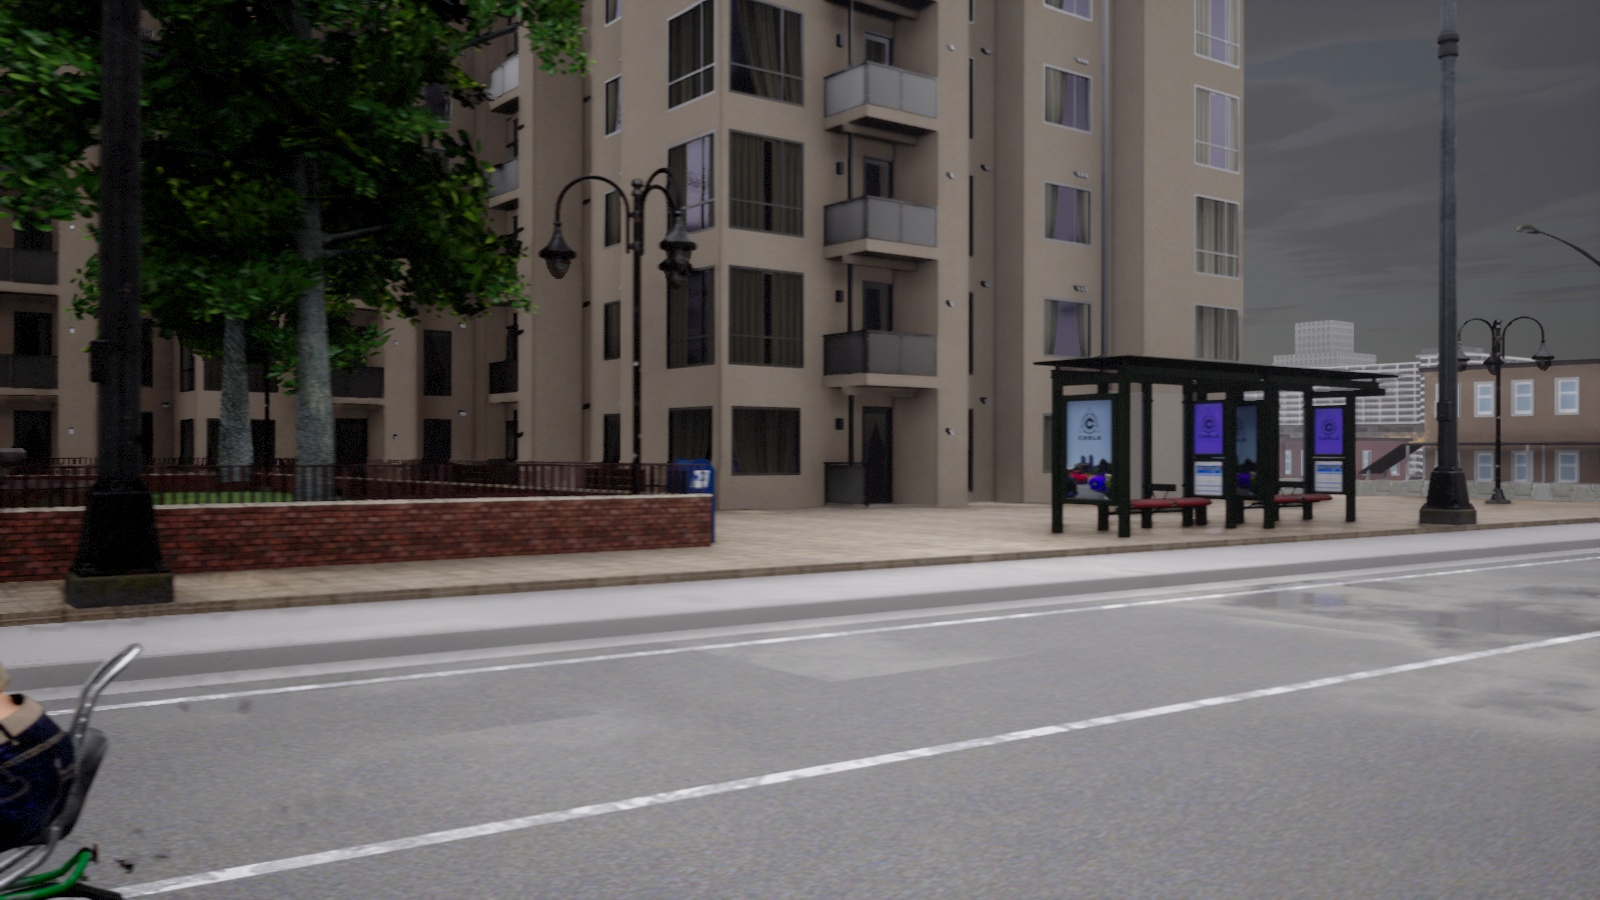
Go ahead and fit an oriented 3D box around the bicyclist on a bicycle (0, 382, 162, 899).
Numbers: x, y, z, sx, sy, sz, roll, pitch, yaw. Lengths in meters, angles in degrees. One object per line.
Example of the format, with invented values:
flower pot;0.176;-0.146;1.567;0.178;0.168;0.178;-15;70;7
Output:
bicyclist on a bicycle;-2.039;0.691;2.234;1.509;1.612;0.866;0;0;-35
